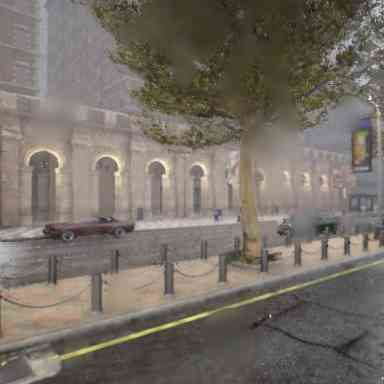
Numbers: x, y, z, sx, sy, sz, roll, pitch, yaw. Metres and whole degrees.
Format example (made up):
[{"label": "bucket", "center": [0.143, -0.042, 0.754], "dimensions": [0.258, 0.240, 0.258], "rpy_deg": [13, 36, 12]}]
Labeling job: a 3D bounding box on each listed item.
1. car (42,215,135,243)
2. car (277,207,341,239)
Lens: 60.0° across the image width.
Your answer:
[{"label": "car", "center": [-5.649, 1.951, 18.480], "dimensions": [4.718, 1.301, 1.895], "rpy_deg": [1, -1, -40]}, {"label": "car", "center": [7.266, 1.842, 20.524], "dimensions": [4.553, 1.767, 2.097], "rpy_deg": [1, -1, -40]}]
